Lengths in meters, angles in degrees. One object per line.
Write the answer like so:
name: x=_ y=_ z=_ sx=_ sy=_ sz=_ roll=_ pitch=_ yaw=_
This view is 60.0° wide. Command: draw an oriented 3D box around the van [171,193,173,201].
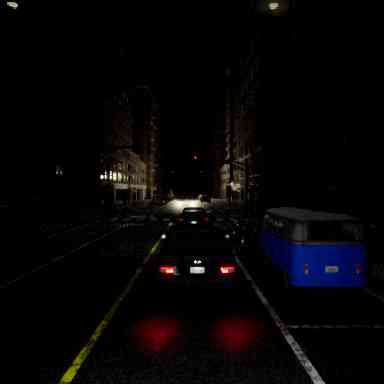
van: x=-5.702 y=1.305 z=74.079 sx=1.690 sy=1.788 sz=3.998 roll=0 pitch=0 yaw=0

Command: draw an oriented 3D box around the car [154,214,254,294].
car: x=0.097 y=1.546 z=8.900 sx=2.033 sy=1.411 sz=5.357 roll=0 pitch=0 yaw=0

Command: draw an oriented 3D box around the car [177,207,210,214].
car: x=0.093 y=1.557 z=19.220 sx=1.994 sy=1.385 sz=4.181 roll=0 pitch=0 yaw=0

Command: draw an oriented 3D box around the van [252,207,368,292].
van: x=2.851 y=1.339 z=8.631 sx=1.690 sy=1.788 sz=3.998 roll=0 pitch=0 yaw=0

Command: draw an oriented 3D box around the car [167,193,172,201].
car: x=-5.699 y=1.509 z=68.629 sx=1.887 sy=1.381 sz=4.507 roll=0 pitch=0 yaw=0

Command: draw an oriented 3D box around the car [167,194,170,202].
car: x=-5.697 y=1.509 z=63.178 sx=1.887 sy=1.381 sz=4.507 roll=0 pitch=0 yaw=0

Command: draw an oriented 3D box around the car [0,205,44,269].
car: x=-5.673 y=1.313 z=8.588 sx=2.192 sy=1.841 sz=5.009 roll=0 pitch=0 yaw=0

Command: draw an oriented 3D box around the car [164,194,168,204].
car: x=-5.694 y=1.516 z=57.727 sx=2.008 sy=1.369 sz=4.403 roll=0 pitch=0 yaw=0

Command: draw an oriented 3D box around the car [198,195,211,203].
car: x=2.825 y=1.404 z=68.668 sx=1.967 sy=1.590 sz=4.097 roll=0 pitch=0 yaw=0

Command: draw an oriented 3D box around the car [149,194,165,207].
car: x=-5.692 y=1.493 z=52.106 sx=1.752 sy=1.417 sz=4.829 roll=0 pitch=0 yaw=0

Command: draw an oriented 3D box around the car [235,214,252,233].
car: x=2.850 y=1.562 z=14.292 sx=1.947 sy=1.339 sz=4.313 roll=0 pitch=0 yaw=0

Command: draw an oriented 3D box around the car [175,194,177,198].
car: x=-5.707 y=1.282 z=84.981 sx=2.192 sy=1.841 sz=5.009 roll=0 pitch=0 yaw=0

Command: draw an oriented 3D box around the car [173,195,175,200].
car: x=-5.704 y=1.516 z=79.530 sx=2.008 sy=1.369 sz=4.403 roll=0 pitch=0 yaw=0
